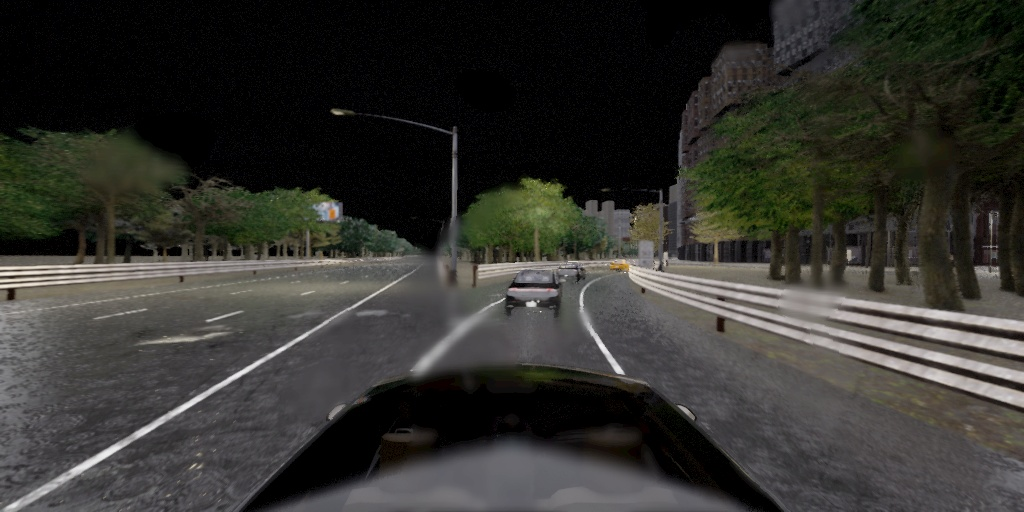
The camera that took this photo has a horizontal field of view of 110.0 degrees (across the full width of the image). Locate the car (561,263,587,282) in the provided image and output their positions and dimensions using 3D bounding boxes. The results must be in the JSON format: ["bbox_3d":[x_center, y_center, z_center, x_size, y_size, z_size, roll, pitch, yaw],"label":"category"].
[{"bbox_3d":[4.877,1.278,29.133,2.128,1.511,4.902,0,0,20],"label":"car"}]

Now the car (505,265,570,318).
[{"bbox_3d":[0.946,1.250,13.230,2.128,1.511,4.902,0,0,8],"label":"car"}]

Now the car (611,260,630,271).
[{"bbox_3d":[15.082,1.311,49.431,1.882,1.535,5.008,0,0,32],"label":"car"}]
